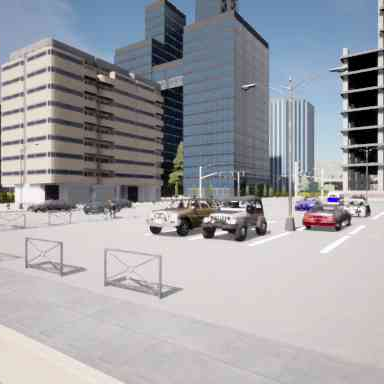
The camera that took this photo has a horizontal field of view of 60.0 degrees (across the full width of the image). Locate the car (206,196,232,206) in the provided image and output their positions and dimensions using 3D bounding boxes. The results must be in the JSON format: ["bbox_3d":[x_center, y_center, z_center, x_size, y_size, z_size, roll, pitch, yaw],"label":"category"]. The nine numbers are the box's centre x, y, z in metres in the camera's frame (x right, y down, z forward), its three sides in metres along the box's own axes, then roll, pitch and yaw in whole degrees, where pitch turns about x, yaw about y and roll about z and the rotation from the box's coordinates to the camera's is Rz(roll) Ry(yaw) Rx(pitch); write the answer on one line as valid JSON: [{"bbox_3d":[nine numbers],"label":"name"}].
[{"bbox_3d":[4.597,1.493,55.955,2.128,1.511,4.902,0,0,34],"label":"car"}]

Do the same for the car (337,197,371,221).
[{"bbox_3d":[14.116,1.395,28.578,1.970,1.475,3.806,0,0,34],"label":"car"}]

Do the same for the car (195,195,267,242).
[{"bbox_3d":[2.113,1.156,15.603,1.905,1.878,3.866,0,0,34],"label":"car"}]

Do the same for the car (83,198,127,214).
[{"bbox_3d":[-9.316,1.564,35.107,1.994,1.385,4.181,0,0,34],"label":"car"}]

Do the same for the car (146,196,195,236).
[{"bbox_3d":[-0.257,1.153,17.266,1.932,1.855,4.605,0,0,34],"label":"car"}]

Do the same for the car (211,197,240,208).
[{"bbox_3d":[5.155,1.547,50.462,2.033,1.411,5.357,0,0,33],"label":"car"}]

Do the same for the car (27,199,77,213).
[{"bbox_3d":[-15.935,1.547,38.164,2.033,1.411,5.357,0,0,34],"label":"car"}]

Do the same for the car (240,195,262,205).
[{"bbox_3d":[10.415,1.352,58.340,2.097,1.767,4.553,0,0,34],"label":"car"}]

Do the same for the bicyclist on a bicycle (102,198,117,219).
[{"bbox_3d":[-6.500,1.302,26.216,1.656,1.620,0.582,0,0,34],"label":"bicyclist on a bicycle"}]

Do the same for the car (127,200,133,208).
[{"bbox_3d":[-10.309,1.564,46.537,1.994,1.385,4.181,0,0,35],"label":"car"}]
